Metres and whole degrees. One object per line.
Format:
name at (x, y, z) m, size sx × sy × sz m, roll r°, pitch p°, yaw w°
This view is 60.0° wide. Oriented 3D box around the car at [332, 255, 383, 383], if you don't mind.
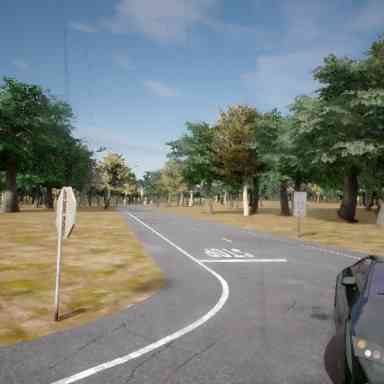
car at (3.076, 1.642, 4.582) m, size 1.994 × 1.385 × 4.181 m, roll 1°, pitch -1°, yaw 22°
